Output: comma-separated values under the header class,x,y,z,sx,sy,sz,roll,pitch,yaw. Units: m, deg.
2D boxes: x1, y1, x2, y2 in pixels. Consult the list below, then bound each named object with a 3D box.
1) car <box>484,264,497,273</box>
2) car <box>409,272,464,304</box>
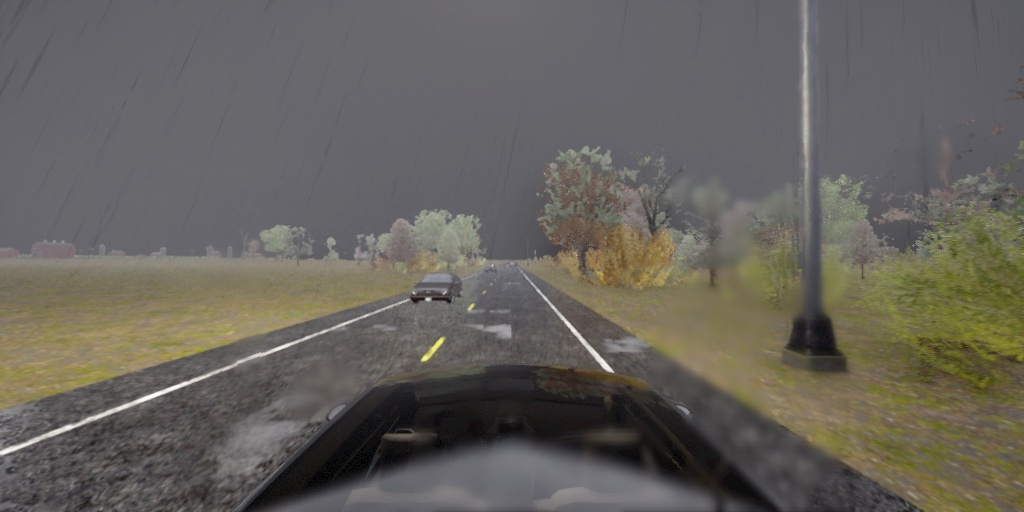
class,x,y,z,sx,sy,sz,roll,pitch,yaw
car,-3.542,2.096,59.739,1.994,1.385,4.181,0,-1,1
car,-3.596,1.522,18.090,2.033,1.411,5.357,0,-1,0
